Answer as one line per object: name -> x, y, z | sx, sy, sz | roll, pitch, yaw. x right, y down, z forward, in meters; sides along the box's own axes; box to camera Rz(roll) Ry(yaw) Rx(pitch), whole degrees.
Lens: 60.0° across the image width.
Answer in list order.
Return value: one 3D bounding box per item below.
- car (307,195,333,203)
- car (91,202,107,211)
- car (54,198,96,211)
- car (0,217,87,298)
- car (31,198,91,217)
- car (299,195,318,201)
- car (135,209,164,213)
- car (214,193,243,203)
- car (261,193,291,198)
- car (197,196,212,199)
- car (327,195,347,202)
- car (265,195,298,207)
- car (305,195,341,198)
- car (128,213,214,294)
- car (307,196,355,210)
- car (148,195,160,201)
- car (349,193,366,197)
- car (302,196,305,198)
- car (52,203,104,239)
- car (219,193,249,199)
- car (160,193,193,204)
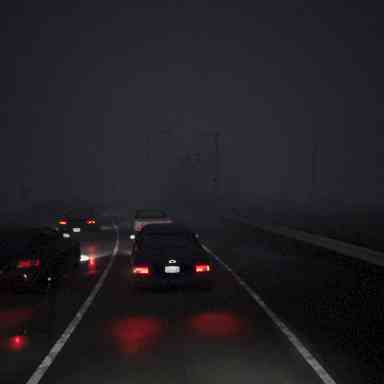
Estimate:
car -> 26.155, 1.478, 67.913 | 5.008, 1.535, 1.882 | 0, 0, -22
car -> -11.488, 1.531, 35.539 | 4.674, 1.442, 1.812 | 0, 0, -20
car -> -14.697, 1.510, 41.823 | 4.892, 1.490, 1.837 | 0, 0, -20
car -> -4.208, 1.564, 8.494 | 1.994, 1.385, 4.181 | 0, 0, -6
car -> -12.449, 1.484, 31.472 | 5.008, 1.535, 1.882 | 0, 0, -20
car -> 28.116, 1.552, 80.555 | 4.181, 1.385, 1.994 | 0, 0, -26
car -> -2.371, 1.601, 18.437 | 1.895, 1.301, 4.718 | 0, 0, -12
car -> 7.523, 1.221, 68.544 | 5.566, 2.045, 2.150 | 0, 0, -20
car -> 16.849, 1.221, 64.503 | 5.566, 2.045, 2.150 | 0, 0, -19
car -> 2.268, 1.553, 70.362 | 4.181, 1.385, 1.994 | 0, 0, -20
car -> 35.197, 1.525, 80.882 | 4.902, 1.511, 2.128 | 0, 0, -34
car -> 14.316, 1.601, 52.275 | 4.718, 1.301, 1.895 | 0, 0, -20
car -> 18.708, 1.506, 46.416 | 4.892, 1.490, 1.837 | 0, 0, -20
car -> -0.693, 1.547, 8.936 | 2.033, 1.411, 5.357 | 0, 0, -7
car -> 17.816, 1.547, 42.374 | 5.357, 1.411, 2.033 | 0, 0, -20
car -> -6.911, 1.352, 67.119 | 4.553, 1.767, 2.097 | 0, 0, -20
car -> 35.695, 1.225, 72.841 | 5.566, 2.045, 2.150 | 0, 0, -30
car -> 26.534, 1.540, 75.770 | 5.357, 1.411, 2.033 | 0, 0, -22
car -> -5.685, 1.526, 17.104 | 1.812, 1.442, 4.674 | 0, 0, -13
car -> 7.087, 1.221, 61.026 | 5.566, 2.045, 2.150 | 0, 0, -19
car -> -2.674, 1.352, 57.525 | 4.553, 1.767, 2.097 | 0, 0, -20
